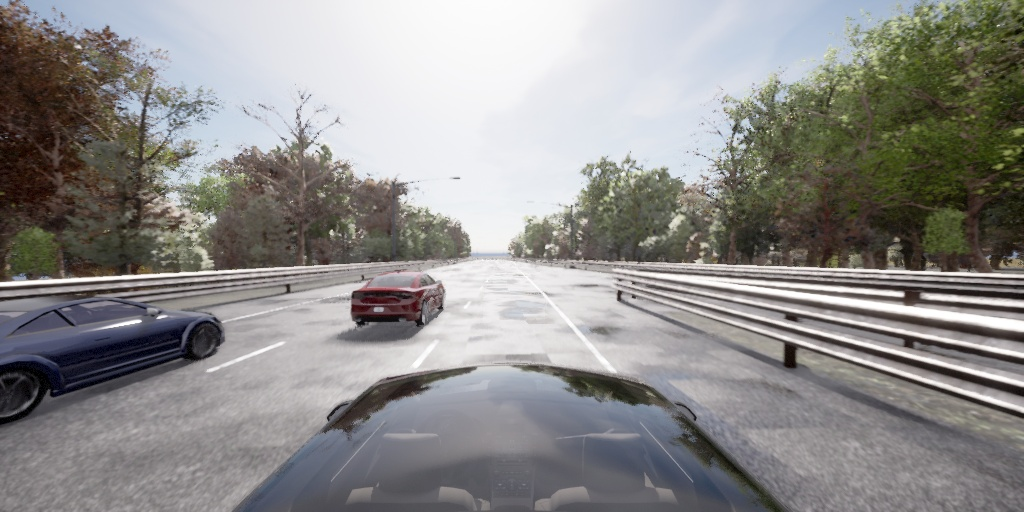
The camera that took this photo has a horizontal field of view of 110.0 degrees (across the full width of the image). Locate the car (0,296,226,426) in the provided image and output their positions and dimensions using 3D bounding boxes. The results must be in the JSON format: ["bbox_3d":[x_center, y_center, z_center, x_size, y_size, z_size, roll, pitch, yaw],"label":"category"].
[{"bbox_3d":[-6.918,1.316,5.679,1.994,1.385,4.181,0,0,0],"label":"car"}]

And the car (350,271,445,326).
[{"bbox_3d":[-3.450,1.229,11.723,1.882,1.535,5.008,0,0,0],"label":"car"}]

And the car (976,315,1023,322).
[{"bbox_3d":[13.494,1.277,7.371,1.882,1.535,5.008,0,0,-13],"label":"car"}]
